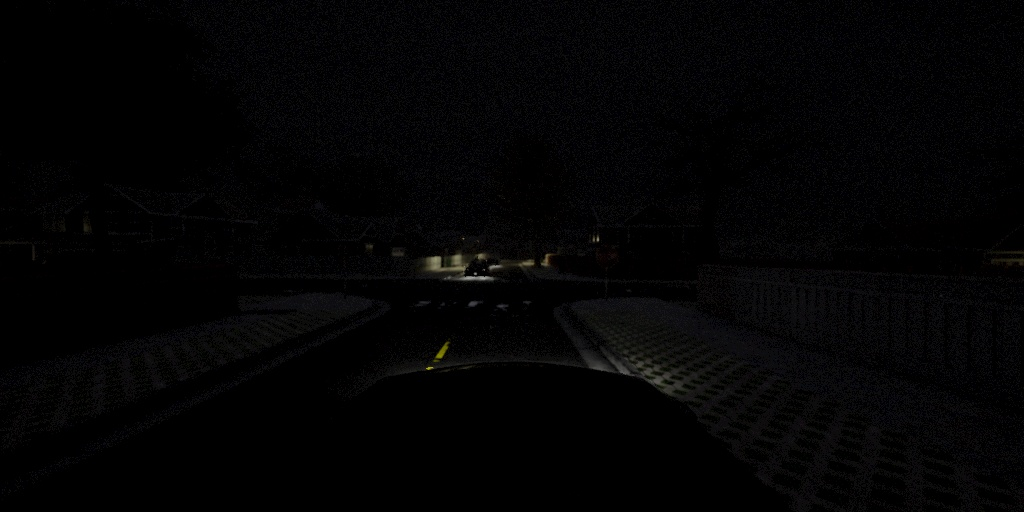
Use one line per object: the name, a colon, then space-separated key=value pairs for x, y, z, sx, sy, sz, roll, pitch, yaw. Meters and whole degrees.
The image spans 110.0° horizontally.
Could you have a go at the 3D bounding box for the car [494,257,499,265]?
car: x=-3.027 y=0.740 z=55.016 sx=1.895 sy=1.301 sz=4.718 roll=0 pitch=1 yaw=0

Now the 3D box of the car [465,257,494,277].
car: x=-2.925 y=0.998 z=31.256 sx=2.033 sy=1.411 sz=5.357 roll=0 pitch=1 yaw=0

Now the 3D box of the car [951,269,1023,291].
car: x=28.170 y=1.500 z=20.624 sx=4.902 sy=1.511 sz=2.128 roll=1 pitch=2 yaw=0
